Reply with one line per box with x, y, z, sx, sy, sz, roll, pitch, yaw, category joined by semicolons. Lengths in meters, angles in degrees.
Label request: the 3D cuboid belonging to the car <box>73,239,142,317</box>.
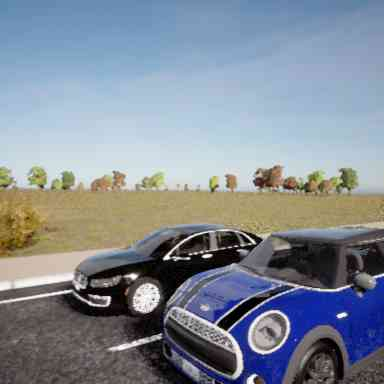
-0.139;1.525;7.579;4.892;1.490;1.837;0;0;-35;car

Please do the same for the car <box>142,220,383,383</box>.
1.817;1.372;4.983;4.553;1.767;2.097;0;0;-35;car
